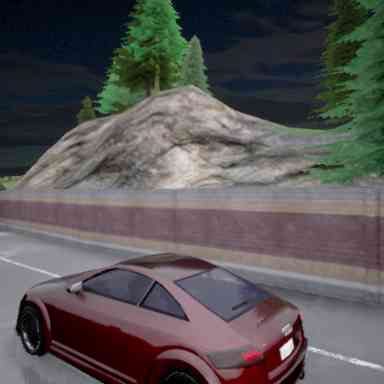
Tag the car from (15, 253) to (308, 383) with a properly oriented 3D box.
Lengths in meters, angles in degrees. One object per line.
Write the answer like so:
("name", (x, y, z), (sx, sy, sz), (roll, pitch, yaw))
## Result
("car", (-0.627, 1.577, 4.613), (4.181, 1.385, 1.994), (0, 0, 37))
